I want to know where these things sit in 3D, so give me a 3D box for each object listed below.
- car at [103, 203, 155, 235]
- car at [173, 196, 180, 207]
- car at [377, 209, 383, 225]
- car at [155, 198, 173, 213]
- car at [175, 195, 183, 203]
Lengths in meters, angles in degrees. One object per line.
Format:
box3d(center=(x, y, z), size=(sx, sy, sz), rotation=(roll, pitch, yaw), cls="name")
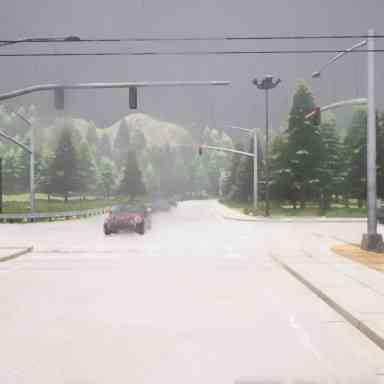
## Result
box3d(center=(-3.572, 1.436, 19.113), size=(2.097, 1.767, 4.553), rotation=(0, 0, 0), cls="car")
box3d(center=(-3.442, 1.757, 53.331), size=(1.895, 1.301, 4.718), rotation=(0, 0, 1), cls="car")
box3d(center=(14.623, 1.362, 22.123), size=(4.553, 1.767, 2.097), rotation=(0, 0, 1), cls="car")
box3d(center=(-3.525, 1.646, 38.624), size=(1.812, 1.442, 4.674), rotation=(0, 0, 0), cls="car")
box3d(center=(-2.958, 1.356, 69.460), size=(2.097, 1.767, 4.553), rotation=(0, 0, 2), cls="car")
